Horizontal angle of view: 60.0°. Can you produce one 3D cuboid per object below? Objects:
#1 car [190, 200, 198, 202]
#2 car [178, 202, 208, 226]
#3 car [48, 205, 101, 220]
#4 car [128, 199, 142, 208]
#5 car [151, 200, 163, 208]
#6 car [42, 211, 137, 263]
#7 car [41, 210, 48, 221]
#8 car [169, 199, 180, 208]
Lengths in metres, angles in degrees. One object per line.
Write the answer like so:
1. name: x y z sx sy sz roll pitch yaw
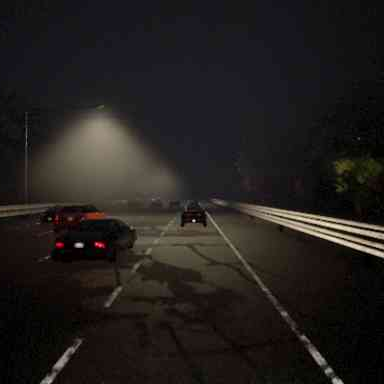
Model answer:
1. car: 0.425 2.249 68.032 2.033 1.411 5.357 0 -1 0
2. car: 0.142 1.769 25.678 1.837 1.490 4.892 0 0 0
3. car: -6.874 1.566 20.956 2.097 1.767 4.553 0 -1 0
4. car: -10.138 2.092 59.461 1.882 1.535 5.008 0 -1 0
5. car: -6.612 2.248 62.814 1.895 1.301 4.718 0 -1 1
6. car: -3.395 1.676 12.508 2.033 1.411 5.357 0 -1 0
7. car: -10.353 1.798 26.529 1.812 1.442 4.674 0 -1 0
8. car: -3.129 2.119 61.297 2.128 1.511 4.902 0 -1 1
